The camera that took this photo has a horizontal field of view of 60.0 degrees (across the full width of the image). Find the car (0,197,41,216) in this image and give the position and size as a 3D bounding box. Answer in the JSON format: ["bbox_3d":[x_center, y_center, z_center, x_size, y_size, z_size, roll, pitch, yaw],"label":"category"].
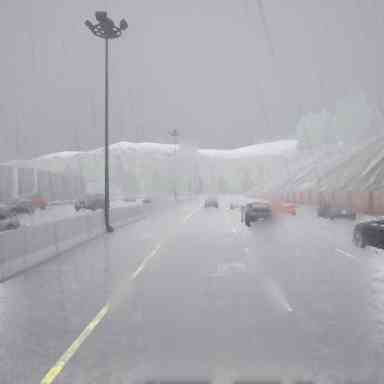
[{"bbox_3d":[-16.247,1.491,30.252,2.128,1.511,4.902,0,0,4],"label":"car"}]

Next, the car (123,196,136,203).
[{"bbox_3d":[-13.301,1.538,71.170,2.033,1.411,5.357,0,0,3],"label":"car"}]

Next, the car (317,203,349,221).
[{"bbox_3d":[11.828,1.563,27.512,1.994,1.385,4.181,0,0,4],"label":"car"}]

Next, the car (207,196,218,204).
[{"bbox_3d":[3.947,1.547,64.207,2.033,1.411,5.357,0,0,4],"label":"car"}]

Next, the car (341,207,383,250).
[{"bbox_3d":[7.453,1.491,11.709,2.128,1.511,4.902,0,0,2],"label":"car"}]

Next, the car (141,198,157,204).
[{"bbox_3d":[-7.247,1.600,56.354,1.895,1.301,4.718,0,0,4],"label":"car"}]

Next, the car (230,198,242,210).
[{"bbox_3d":[6.050,1.525,43.784,1.812,1.442,4.674,0,0,4],"label":"car"}]

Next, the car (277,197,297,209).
[{"bbox_3d":[13.330,1.525,47.109,1.812,1.442,4.674,0,0,4],"label":"car"}]

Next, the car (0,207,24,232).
[{"bbox_3d":[-10.110,1.600,15.345,1.895,1.301,4.718,0,0,3],"label":"car"}]

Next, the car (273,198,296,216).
[{"bbox_3d":[8.702,1.350,32.624,2.097,1.767,4.553,0,0,4],"label":"car"}]

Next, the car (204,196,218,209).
[{"bbox_3d":[2.738,1.600,46.315,1.895,1.301,4.718,0,0,4],"label":"car"}]

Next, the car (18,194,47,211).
[{"bbox_3d":[-19.113,1.222,38.850,2.150,2.045,5.566,0,0,4],"label":"car"}]

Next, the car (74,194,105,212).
[{"bbox_3d":[-12.026,1.222,39.682,2.150,2.045,5.566,0,0,5],"label":"car"}]

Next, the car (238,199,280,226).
[{"bbox_3d":[4.529,1.503,23.224,1.837,1.490,4.892,0,0,3],"label":"car"}]
